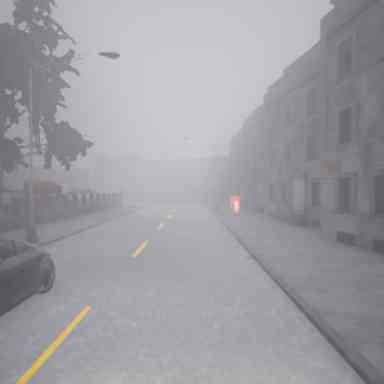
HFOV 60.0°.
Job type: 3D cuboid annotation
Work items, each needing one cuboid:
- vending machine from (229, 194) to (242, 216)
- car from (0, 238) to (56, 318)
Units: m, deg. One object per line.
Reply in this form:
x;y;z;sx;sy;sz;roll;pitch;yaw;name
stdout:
4.275;1.276;32.629;1.100;2.100;0.880;0;0;0;vending machine
-4.104;1.538;5.915;1.994;1.385;4.181;0;0;0;car
